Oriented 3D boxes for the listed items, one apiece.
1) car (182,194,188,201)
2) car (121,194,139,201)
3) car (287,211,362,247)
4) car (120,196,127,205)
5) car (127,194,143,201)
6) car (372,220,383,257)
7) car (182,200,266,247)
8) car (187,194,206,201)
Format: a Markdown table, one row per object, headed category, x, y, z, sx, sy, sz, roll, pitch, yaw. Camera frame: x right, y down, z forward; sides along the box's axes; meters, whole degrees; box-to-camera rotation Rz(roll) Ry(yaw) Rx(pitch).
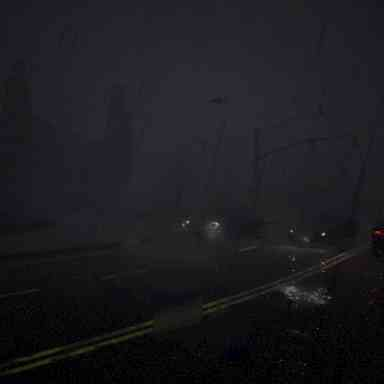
| category | x | y | z | sx | sy | sz | roll | pitch | yaw |
| --- | --- | --- | --- | --- | --- | --- | --- | --- | --- |
| car | -0.638 | 1.509 | 77.285 | 1.905 | 1.878 | 3.866 | 0 | 0 | 42 |
| car | -17.241 | 1.590 | 92.497 | 1.932 | 1.855 | 4.605 | 0 | 0 | 42 |
| car | 6.524 | 1.615 | 15.884 | 2.033 | 1.411 | 5.357 | 0 | 0 | 42 |
| car | -14.711 | 1.837 | 60.470 | 5.357 | 1.411 | 2.033 | 0 | 0 | 45 |
| car | -15.142 | 1.582 | 90.503 | 1.905 | 1.878 | 3.866 | 0 | 0 | 42 |
| car | 8.174 | 1.528 | 12.293 | 1.882 | 1.535 | 5.008 | 0 | -1 | 42 |
| car | 1.593 | 1.422 | 15.626 | 2.097 | 1.767 | 4.553 | 0 | 0 | 42 |
| car | 1.491 | 1.738 | 75.322 | 1.970 | 1.475 | 3.806 | 0 | 0 | 42 |
